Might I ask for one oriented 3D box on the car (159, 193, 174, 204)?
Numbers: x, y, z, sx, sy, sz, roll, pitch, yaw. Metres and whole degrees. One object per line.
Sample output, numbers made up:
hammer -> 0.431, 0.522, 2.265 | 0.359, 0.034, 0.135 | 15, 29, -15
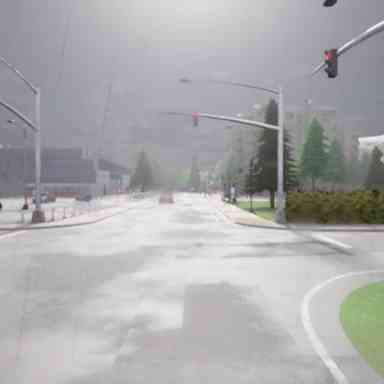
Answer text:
car -> -3.616, 0.904, 47.205 | 1.882, 1.535, 5.008 | 0, 1, 0

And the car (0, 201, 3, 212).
car -> -17.726, 1.002, 27.686 | 2.007, 1.523, 4.514 | 0, 1, 0

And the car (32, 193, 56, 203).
car -> -20.548, 0.820, 46.324 | 1.970, 1.475, 3.806 | 0, 1, 0

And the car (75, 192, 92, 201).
car -> -17.502, 0.720, 53.717 | 1.845, 1.501, 3.633 | 0, 1, 0
